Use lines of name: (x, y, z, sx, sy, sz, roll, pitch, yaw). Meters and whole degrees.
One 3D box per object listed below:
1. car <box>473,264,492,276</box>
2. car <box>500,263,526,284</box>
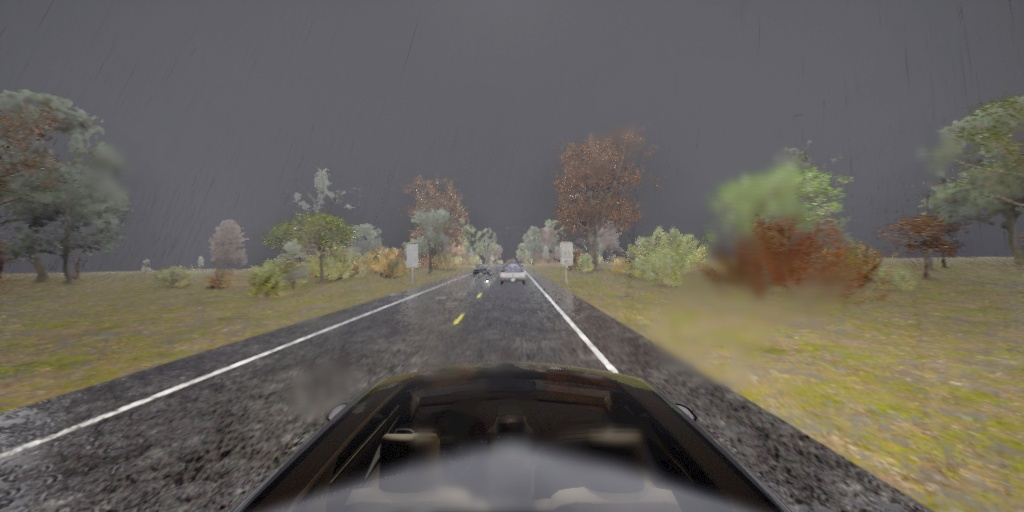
car: (-3.408, 1.576, 41.466, 1.895, 1.301, 4.718, -1, 0, 0)
car: (0.082, 1.447, 27.804, 1.895, 1.301, 4.718, -1, 0, 1)
